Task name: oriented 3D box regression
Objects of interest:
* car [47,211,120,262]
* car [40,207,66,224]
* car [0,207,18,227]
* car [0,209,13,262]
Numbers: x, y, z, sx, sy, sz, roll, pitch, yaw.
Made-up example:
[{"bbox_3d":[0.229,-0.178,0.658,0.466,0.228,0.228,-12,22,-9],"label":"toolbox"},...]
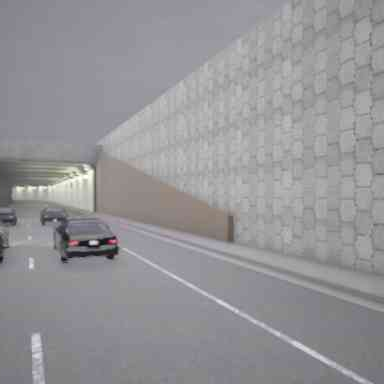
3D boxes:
[{"bbox_3d":[-4.187,1.664,12.716,2.033,1.411,5.357,0,-1,-26],"label":"car"},{"bbox_3d":[-11.165,1.843,26.827,1.895,1.301,4.718,0,-1,-26],"label":"car"},{"bbox_3d":[-14.303,1.827,25.275,1.895,1.301,4.718,0,-1,-26],"label":"car"},{"bbox_3d":[-7.752,1.615,12.059,1.837,1.490,4.892,0,0,-26],"label":"car"}]
